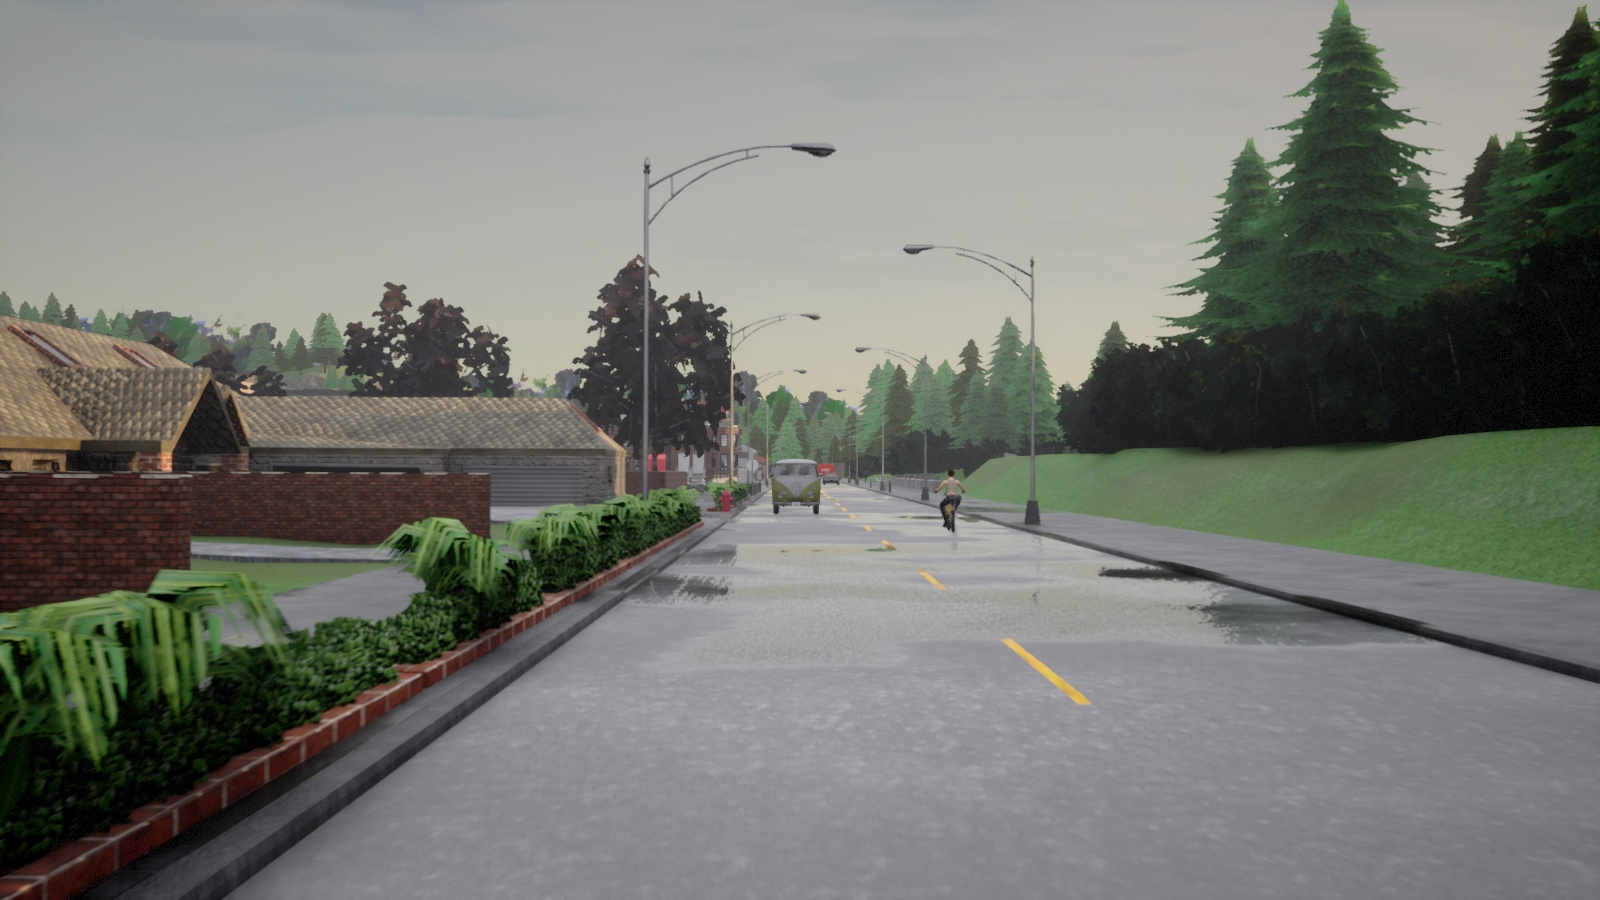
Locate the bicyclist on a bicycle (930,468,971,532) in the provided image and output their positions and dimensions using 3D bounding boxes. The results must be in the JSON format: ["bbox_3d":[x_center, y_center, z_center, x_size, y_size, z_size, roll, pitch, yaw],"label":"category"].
[{"bbox_3d":[3.914,1.284,32.772,0.866,1.612,1.509,0,-1,0],"label":"bicyclist on a bicycle"}]

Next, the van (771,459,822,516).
[{"bbox_3d":[-0.125,1.339,46.043,1.775,1.987,4.442,0,-1,0],"label":"van"}]
